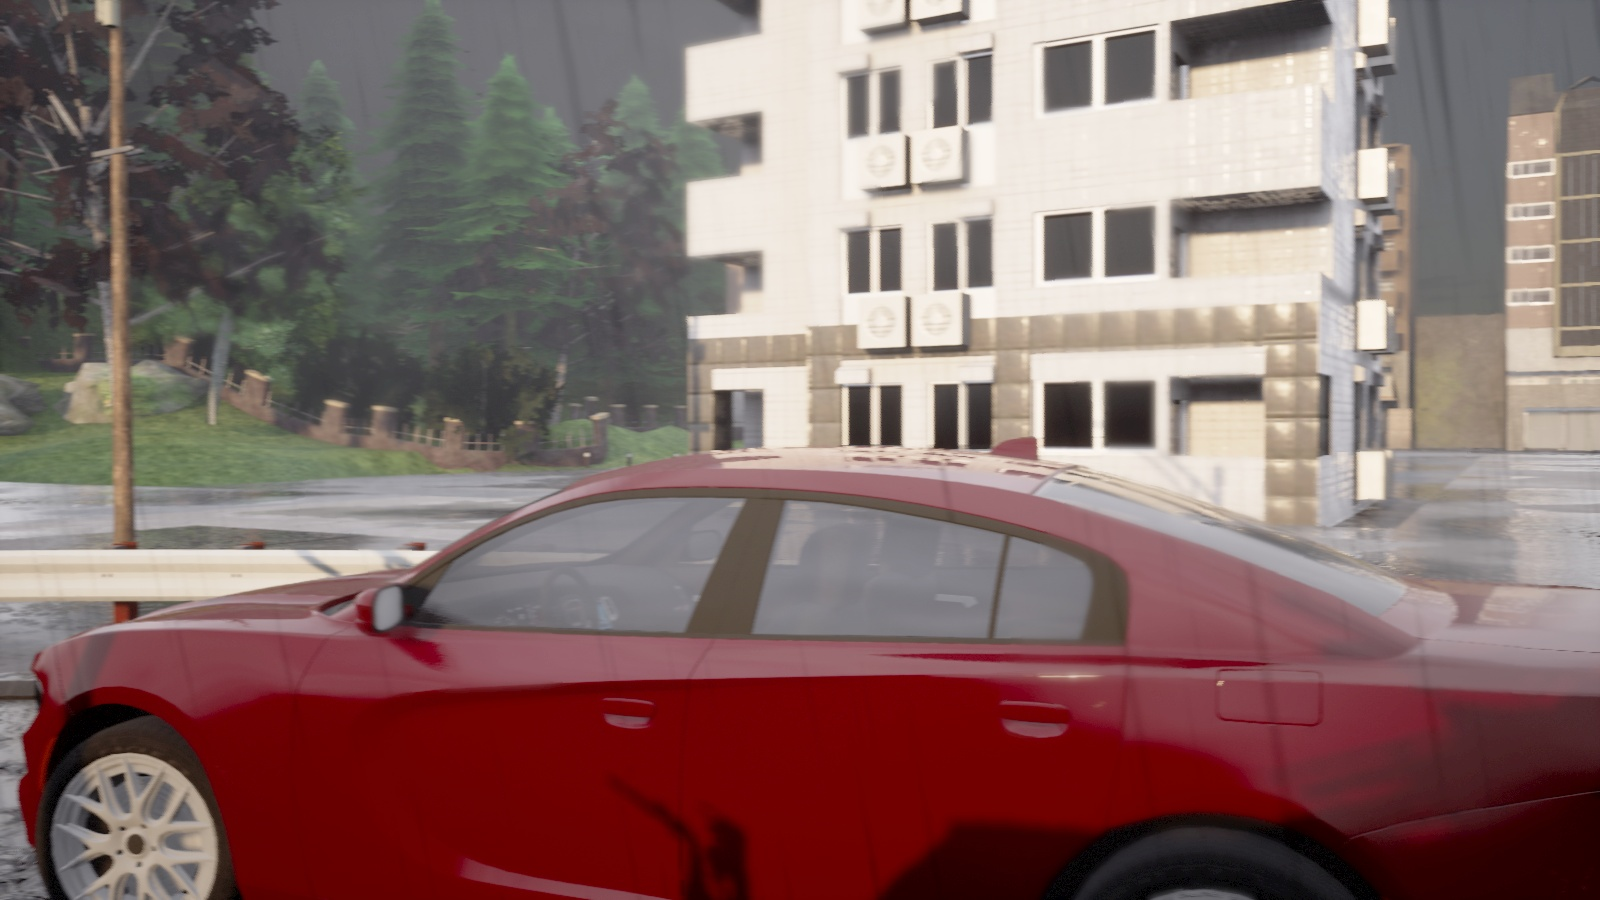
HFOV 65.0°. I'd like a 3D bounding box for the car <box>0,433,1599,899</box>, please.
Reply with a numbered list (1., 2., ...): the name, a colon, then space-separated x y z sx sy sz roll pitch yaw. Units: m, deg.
1. car: -0.235 0.727 3.968 5.008 1.535 1.882 1 1 21
